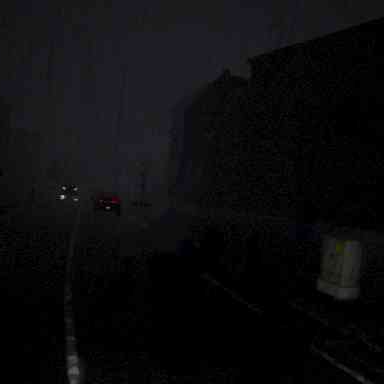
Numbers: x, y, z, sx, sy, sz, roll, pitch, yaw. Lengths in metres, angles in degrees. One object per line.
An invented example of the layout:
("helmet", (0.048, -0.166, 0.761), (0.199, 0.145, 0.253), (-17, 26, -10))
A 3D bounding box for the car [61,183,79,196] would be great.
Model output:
("car", (-16.686, -0.467, 45.774), (2.097, 1.767, 4.553), (6, 0, -18))

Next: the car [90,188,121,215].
("car", (-6.307, 0.777, 24.590), (2.128, 1.511, 4.902), (6, 0, -17))

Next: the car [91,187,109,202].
("car", (-11.196, 0.271, 40.133), (1.812, 1.442, 4.674), (6, 0, -17))
